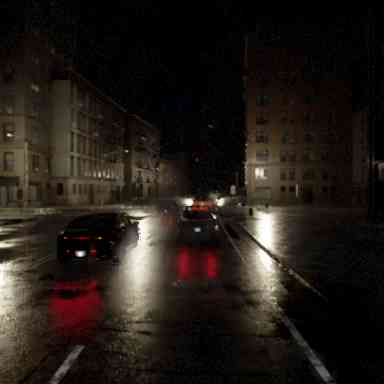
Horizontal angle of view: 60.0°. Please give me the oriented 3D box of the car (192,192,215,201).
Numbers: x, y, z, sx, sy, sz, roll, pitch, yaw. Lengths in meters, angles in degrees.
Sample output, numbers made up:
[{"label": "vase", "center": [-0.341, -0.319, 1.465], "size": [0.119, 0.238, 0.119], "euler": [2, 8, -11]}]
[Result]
[{"label": "car", "center": [1.056, 1.197, 33.643], "size": [2.097, 1.767, 4.553], "euler": [0, 0, 3]}]

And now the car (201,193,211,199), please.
[{"label": "car", "center": [3.628, 0.986, 85.946], "size": [2.033, 1.411, 5.357], "euler": [0, 0, 10]}]

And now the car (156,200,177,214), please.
[{"label": "car", "center": [-2.255, 1.449, 32.776], "size": [1.895, 1.301, 4.718], "euler": [0, 0, 3]}]

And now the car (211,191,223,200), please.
[{"label": "car", "center": [5.148, 0.803, 74.615], "size": [2.150, 2.045, 5.566], "euler": [0, 0, 9]}]

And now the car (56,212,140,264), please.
[{"label": "car", "center": [-3.055, 1.460, 11.650], "size": [1.837, 1.490, 4.892], "euler": [0, 0, 1]}]

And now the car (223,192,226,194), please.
[{"label": "car", "center": [6.904, 0.938, 85.830], "size": [1.882, 1.535, 5.008], "euler": [0, 0, 10]}]

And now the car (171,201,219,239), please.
[{"label": "car", "center": [0.314, 1.421, 16.911], "size": [2.128, 1.511, 4.902], "euler": [0, 0, 2]}]
